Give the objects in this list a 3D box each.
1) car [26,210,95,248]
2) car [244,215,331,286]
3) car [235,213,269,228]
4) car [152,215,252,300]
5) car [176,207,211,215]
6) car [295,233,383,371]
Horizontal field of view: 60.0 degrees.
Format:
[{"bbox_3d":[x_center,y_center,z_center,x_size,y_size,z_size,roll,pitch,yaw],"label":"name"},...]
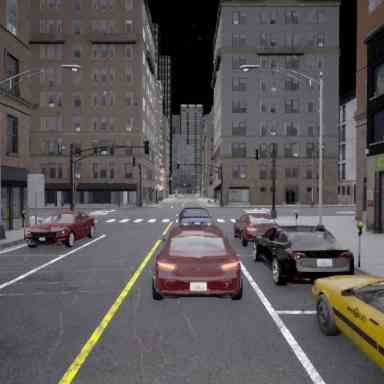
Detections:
[{"bbox_3d":[-5.676,1.540,14.849,1.887,1.381,4.507,-1,0,0],"label":"car"},{"bbox_3d":[2.868,1.563,9.264,1.947,1.339,4.313,-1,0,0],"label":"car"},{"bbox_3d":[2.869,1.577,14.850,1.802,1.307,4.206,-1,0,0],"label":"car"},{"bbox_3d":[0.100,1.523,8.233,1.812,1.442,4.674,0,0,0],"label":"car"},{"bbox_3d":[0.136,1.542,18.253,2.033,1.411,5.357,0,0,-3],"label":"car"},{"bbox_3d":[2.866,1.524,3.848,1.752,1.417,4.829,-1,0,0],"label":"car"}]
